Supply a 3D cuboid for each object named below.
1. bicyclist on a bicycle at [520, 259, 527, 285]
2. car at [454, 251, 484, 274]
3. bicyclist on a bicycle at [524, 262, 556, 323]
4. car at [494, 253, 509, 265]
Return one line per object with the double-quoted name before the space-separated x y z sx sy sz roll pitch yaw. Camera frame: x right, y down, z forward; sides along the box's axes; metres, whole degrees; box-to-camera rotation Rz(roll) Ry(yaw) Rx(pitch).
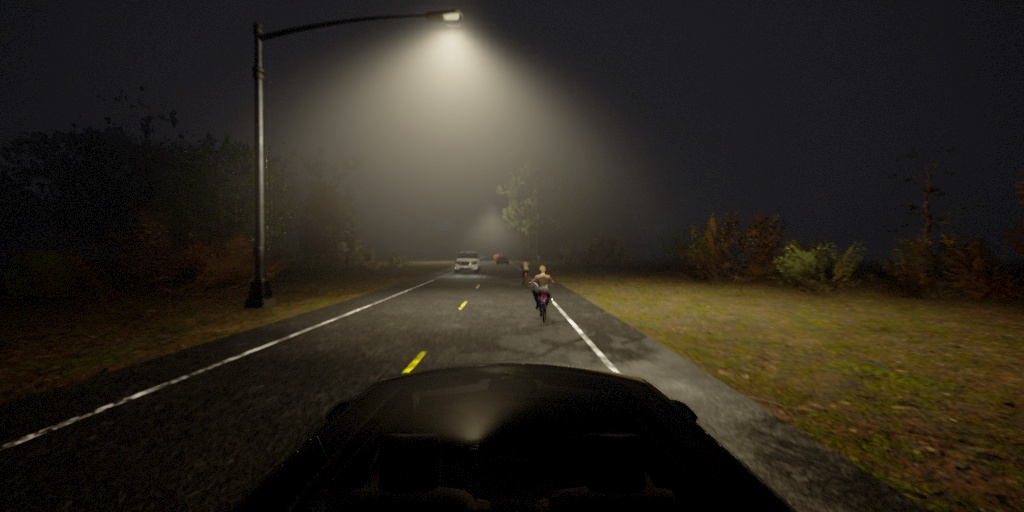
"bicyclist on a bicycle" 0.755 0.978 19.952 0.582 1.620 1.656 0 0 -1
"car" -4.194 0.564 34.434 2.150 2.045 5.566 0 1 -2
"bicyclist on a bicycle" 0.894 1.077 10.626 0.866 1.612 1.509 0 1 0
"car" -1.497 0.582 55.984 1.812 1.442 4.674 0 1 -3
